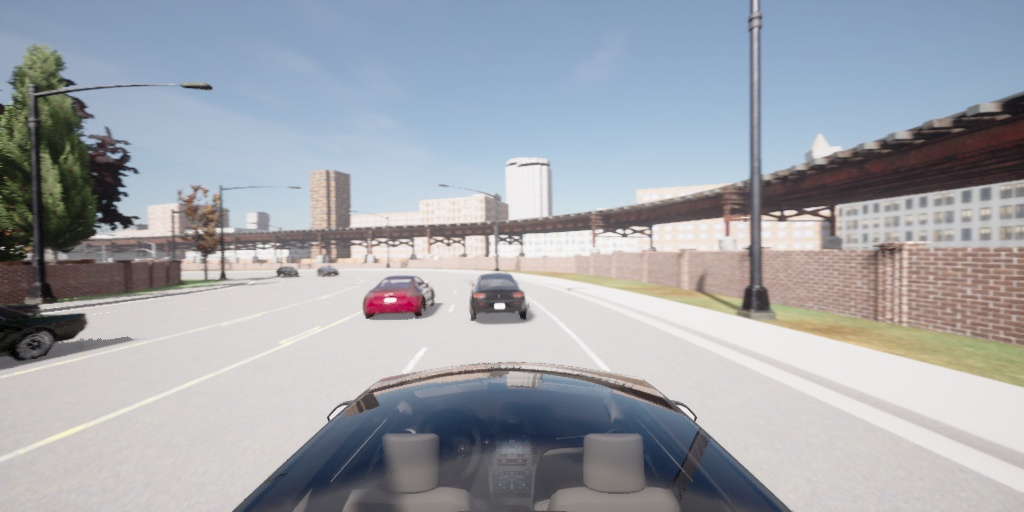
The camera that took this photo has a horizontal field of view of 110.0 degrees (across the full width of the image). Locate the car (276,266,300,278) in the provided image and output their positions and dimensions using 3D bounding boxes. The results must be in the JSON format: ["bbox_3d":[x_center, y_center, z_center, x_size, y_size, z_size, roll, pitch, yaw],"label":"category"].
[{"bbox_3d":[-29.520,2.096,47.114,4.892,1.490,1.837,-1,0,44],"label":"car"}]

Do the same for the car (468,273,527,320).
[{"bbox_3d":[-0.572,1.322,12.807,1.812,1.442,4.674,-1,0,-5],"label":"car"}]

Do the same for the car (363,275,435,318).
[{"bbox_3d":[-4.165,1.421,13.718,1.994,1.385,4.181,-1,0,-5],"label":"car"}]

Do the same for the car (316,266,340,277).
[{"bbox_3d":[-23.728,1.965,46.102,2.033,1.411,5.357,-2,0,-39],"label":"car"}]

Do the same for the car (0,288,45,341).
[{"bbox_3d":[-14.387,1.590,8.015,1.895,1.301,4.718,-1,0,-3],"label":"car"}]

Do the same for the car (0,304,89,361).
[{"bbox_3d":[-10.823,1.526,6.114,1.895,1.301,4.718,-1,0,-2],"label":"car"}]
